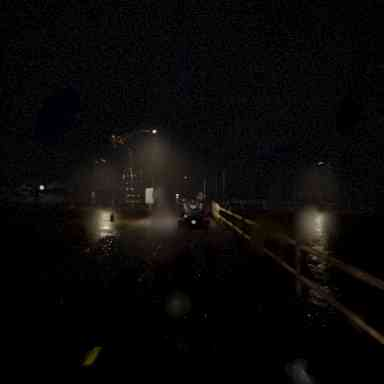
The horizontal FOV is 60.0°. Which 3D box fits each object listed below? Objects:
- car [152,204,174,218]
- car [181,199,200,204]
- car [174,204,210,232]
[{"bbox_3d":[-2.804,1.869,33.240,1.994,1.385,4.181,0,-1,0],"label":"car"},{"bbox_3d":[0.100,1.702,37.019,2.097,1.767,4.553,0,-1,0],"label":"car"},{"bbox_3d":[0.101,1.735,21.482,1.994,1.385,4.181,0,-1,0],"label":"car"}]
